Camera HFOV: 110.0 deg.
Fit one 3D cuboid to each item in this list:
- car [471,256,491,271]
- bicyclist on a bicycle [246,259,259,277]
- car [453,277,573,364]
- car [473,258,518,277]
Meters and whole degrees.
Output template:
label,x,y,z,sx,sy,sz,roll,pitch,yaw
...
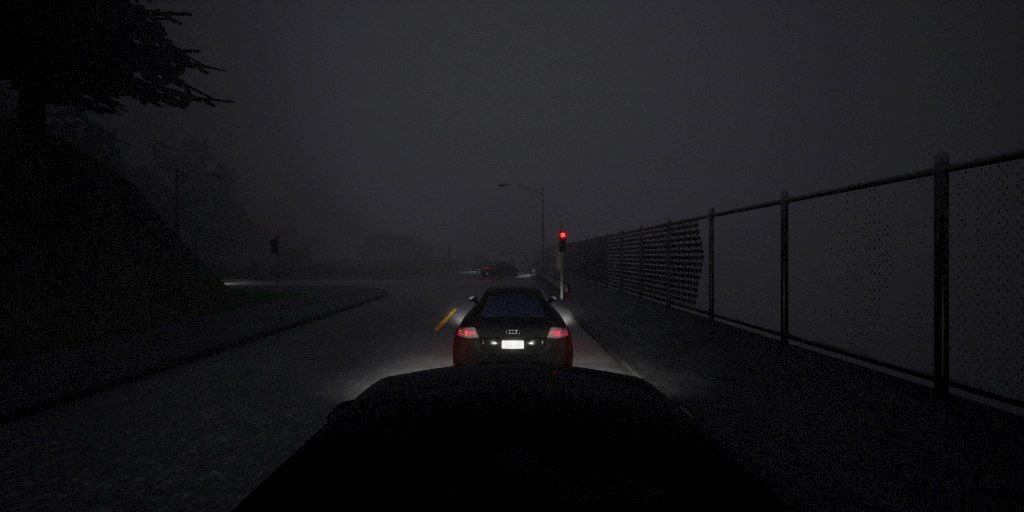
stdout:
label,x,y,z,sx,sy,sz,roll,pitch,yaw
car,-4.482,0.972,50.585,2.150,2.045,5.566,0,0,0
bicyclist on a bicycle,-24.042,1.099,33.271,0.582,1.620,1.656,0,0,0
car,0.019,1.314,7.450,1.994,1.385,4.181,0,0,0
car,-1.062,1.241,31.769,2.128,1.511,4.902,1,0,24
